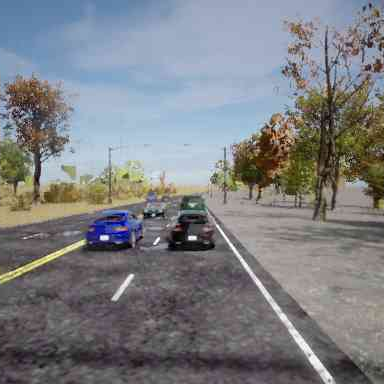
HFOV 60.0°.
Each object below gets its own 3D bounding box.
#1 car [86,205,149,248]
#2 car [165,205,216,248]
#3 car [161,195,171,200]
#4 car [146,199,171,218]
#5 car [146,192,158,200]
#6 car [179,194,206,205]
[{"bbox_3d":[-3.228,1.526,14.568,1.812,1.442,4.674,0,0,0],"label":"car"},{"bbox_3d":[0.022,1.526,14.558,1.812,1.442,4.674,0,0,0],"label":"car"},{"bbox_3d":[-5.918,1.386,75.920,1.837,1.490,4.892,0,0,1],"label":"car"},{"bbox_3d":[-3.161,1.599,29.593,1.895,1.301,4.718,0,0,0],"label":"car"},{"bbox_3d":[-9.168,1.111,75.940,2.150,2.045,5.566,0,0,1],"label":"car"},{"bbox_3d":[0.057,1.212,29.572,2.150,2.045,5.566,-2,0,0],"label":"car"}]
